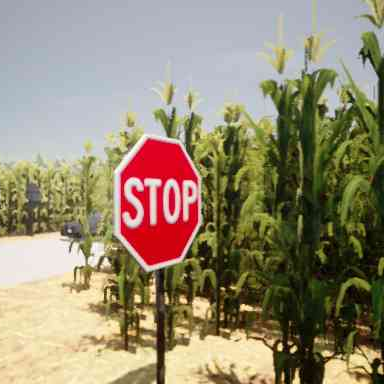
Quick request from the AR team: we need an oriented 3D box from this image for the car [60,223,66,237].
[{"bbox_3d":[-4.454,1.611,16.892,1.994,1.385,4.181,0,0,36],"label":"car"}]
